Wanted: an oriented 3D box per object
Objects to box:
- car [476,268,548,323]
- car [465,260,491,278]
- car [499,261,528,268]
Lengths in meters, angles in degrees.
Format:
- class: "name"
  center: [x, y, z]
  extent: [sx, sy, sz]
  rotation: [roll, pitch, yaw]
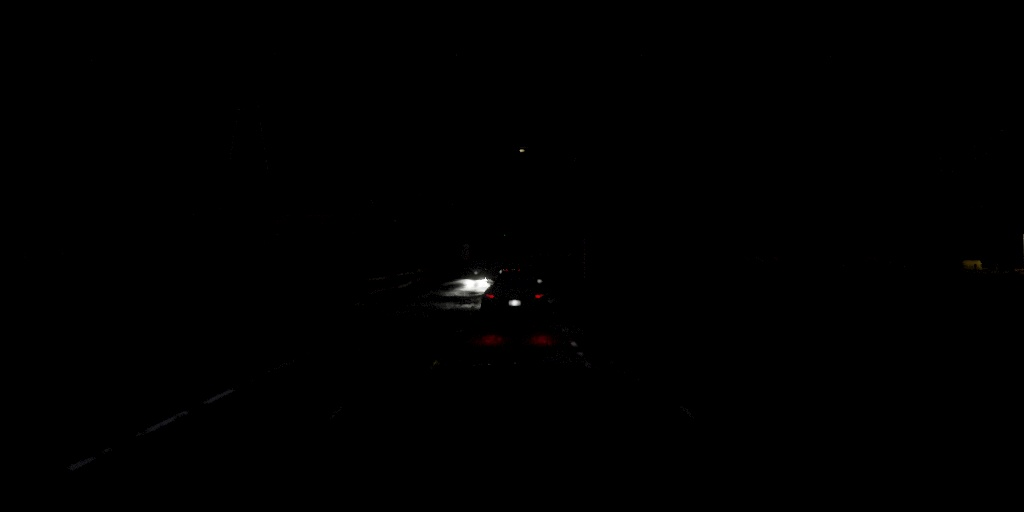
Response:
- class: "car"
  center: [0.082, 1.251, 11.893]
  extent: [1.994, 1.385, 4.181]
  rotation: [0, 0, 0]
- class: "car"
  center: [-2.837, 1.067, 30.783]
  extent: [2.128, 1.511, 4.902]
  rotation: [0, 0, 0]
- class: "car"
  center: [0.081, 1.104, 26.672]
  extent: [1.837, 1.490, 4.892]
  rotation: [0, 0, 0]
